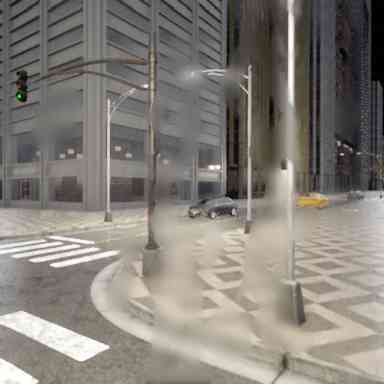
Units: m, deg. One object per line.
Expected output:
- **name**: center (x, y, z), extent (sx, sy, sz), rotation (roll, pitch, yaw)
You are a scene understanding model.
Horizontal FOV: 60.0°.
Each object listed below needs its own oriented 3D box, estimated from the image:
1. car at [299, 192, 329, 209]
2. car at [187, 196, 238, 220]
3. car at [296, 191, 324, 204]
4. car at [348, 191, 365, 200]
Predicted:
- **car**: center (12.389, 0.865, 33.639), extent (1.882, 1.535, 5.008), rotation (0, 1, 35)
- **car**: center (1.576, 1.111, 24.000), extent (1.837, 1.490, 4.892), rotation (0, 1, 36)
- **car**: center (15.418, 0.715, 43.294), extent (2.128, 1.511, 4.902), rotation (0, 1, 36)
- **car**: center (26.110, 0.515, 52.862), extent (2.128, 1.511, 4.902), rotation (0, 1, 36)
